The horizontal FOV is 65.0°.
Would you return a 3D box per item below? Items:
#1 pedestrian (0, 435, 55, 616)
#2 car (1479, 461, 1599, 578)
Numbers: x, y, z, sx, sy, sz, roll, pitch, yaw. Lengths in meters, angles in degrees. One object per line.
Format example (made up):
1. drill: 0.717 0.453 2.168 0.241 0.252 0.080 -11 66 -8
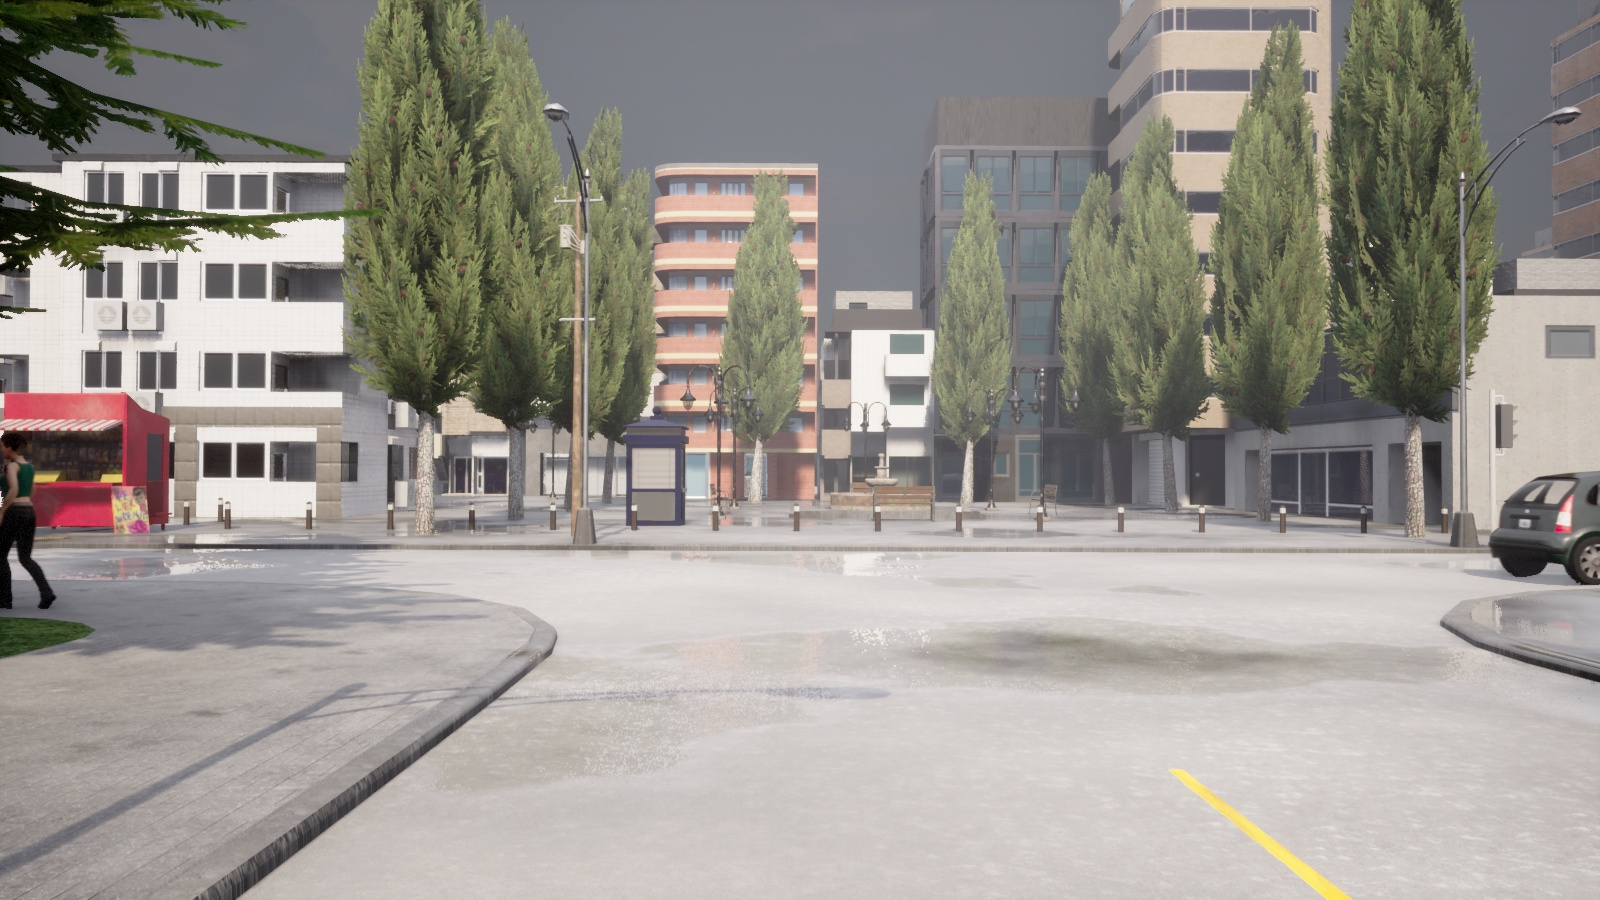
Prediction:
1. pedestrian: -8.084 0.774 12.952 0.594 1.836 0.345 0 -1 7
2. car: 12.463 0.971 18.441 3.988 1.617 1.851 0 -1 -4
